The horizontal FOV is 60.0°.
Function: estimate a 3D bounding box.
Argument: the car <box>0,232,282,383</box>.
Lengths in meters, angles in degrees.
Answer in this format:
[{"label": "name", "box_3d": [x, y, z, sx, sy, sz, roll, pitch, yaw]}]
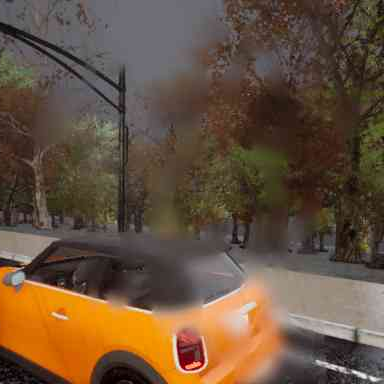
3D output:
[{"label": "car", "box_3d": [-1.231, 1.351, 4.574, 4.553, 1.767, 2.097, 0, 0, 36]}]
